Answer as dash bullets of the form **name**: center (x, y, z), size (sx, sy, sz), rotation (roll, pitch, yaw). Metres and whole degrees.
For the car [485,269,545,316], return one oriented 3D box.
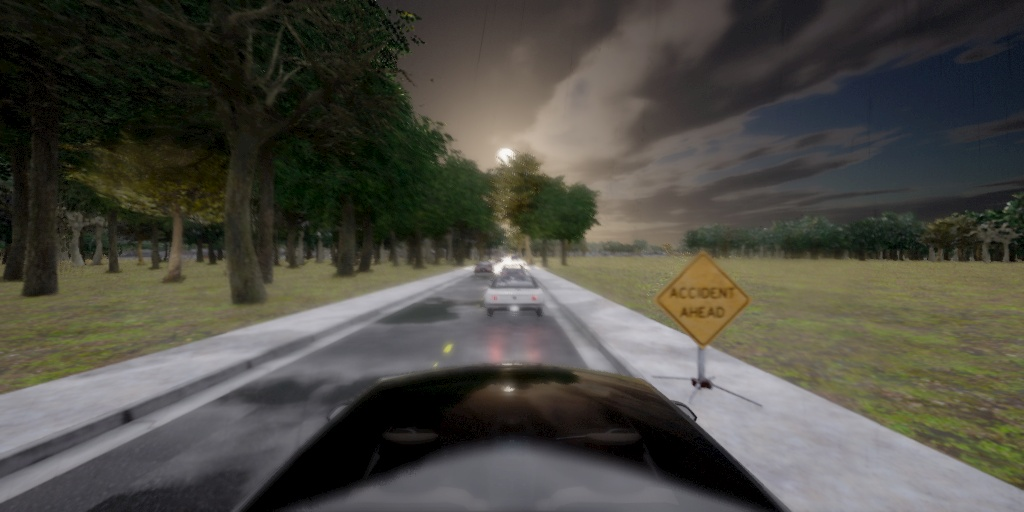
- **car**: center (0.096, 1.337, 13.321), size (1.895, 1.301, 4.718), rotation (0, 0, 0)

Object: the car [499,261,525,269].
- **car**: center (0.099, 1.319, 28.547), size (1.895, 1.301, 4.718), rotation (0, 0, 0)

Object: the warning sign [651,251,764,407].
- **warning sign**: center (2.519, 0.862, 4.772), size (1.300, 1.860, 1.060), rotation (0, 0, 0)

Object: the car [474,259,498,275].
- **car**: center (-2.834, 1.271, 37.889), size (1.994, 1.385, 4.181), rotation (0, 0, 0)
